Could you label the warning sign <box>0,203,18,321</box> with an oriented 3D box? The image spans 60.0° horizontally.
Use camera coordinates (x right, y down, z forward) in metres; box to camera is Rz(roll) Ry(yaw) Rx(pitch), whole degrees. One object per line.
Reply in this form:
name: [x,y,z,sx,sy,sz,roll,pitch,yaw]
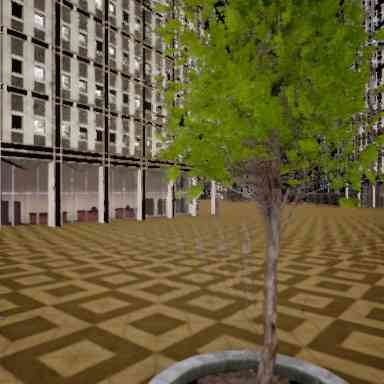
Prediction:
warning sign: [-3.705,1.126,5.305,1.060,1.860,1.300,0,0,35]
